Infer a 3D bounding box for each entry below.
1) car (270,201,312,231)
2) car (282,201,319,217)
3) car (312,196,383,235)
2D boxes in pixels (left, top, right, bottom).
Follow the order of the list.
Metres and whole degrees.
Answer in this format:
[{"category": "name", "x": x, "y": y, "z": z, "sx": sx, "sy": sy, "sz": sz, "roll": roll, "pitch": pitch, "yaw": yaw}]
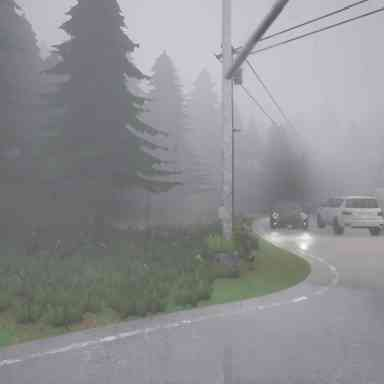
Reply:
[{"category": "car", "x": 6.045, "y": 1.379, "z": 21.106, "sx": 2.097, "sy": 1.767, "sz": 4.553, "roll": 0, "pitch": 0, "yaw": 12}, {"category": "car", "x": 10.620, "y": 1.628, "z": 32.347, "sx": 1.895, "sy": 1.301, "sz": 4.718, "roll": 0, "pitch": 0, "yaw": 37}, {"category": "car", "x": 8.888, "y": 1.248, "z": 19.176, "sx": 2.150, "sy": 2.045, "sz": 5.566, "roll": 0, "pitch": 0, "yaw": 6}]
